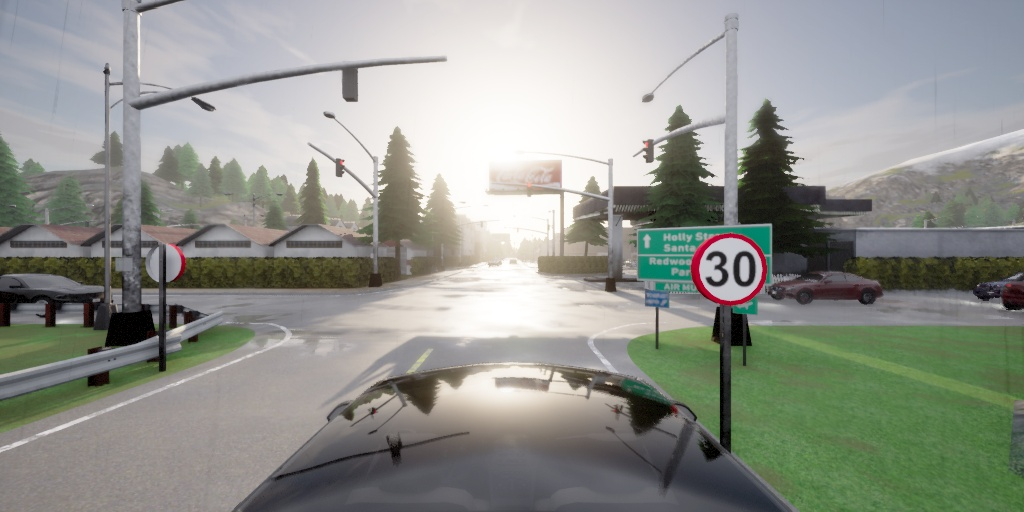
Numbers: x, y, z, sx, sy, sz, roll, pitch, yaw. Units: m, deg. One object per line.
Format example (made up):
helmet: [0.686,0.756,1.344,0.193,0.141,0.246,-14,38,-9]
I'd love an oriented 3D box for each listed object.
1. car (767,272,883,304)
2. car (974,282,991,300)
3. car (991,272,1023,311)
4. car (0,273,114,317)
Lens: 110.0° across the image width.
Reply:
car: [14.793,1.467,17.048,4.674,1.442,1.812,0,0,0]
car: [24.993,1.467,16.946,4.674,1.442,1.812,0,0,1]
car: [21.538,1.293,13.291,4.553,1.767,2.097,0,0,1]
car: [-18.335,1.419,13.722,5.008,1.535,1.882,0,0,1]
